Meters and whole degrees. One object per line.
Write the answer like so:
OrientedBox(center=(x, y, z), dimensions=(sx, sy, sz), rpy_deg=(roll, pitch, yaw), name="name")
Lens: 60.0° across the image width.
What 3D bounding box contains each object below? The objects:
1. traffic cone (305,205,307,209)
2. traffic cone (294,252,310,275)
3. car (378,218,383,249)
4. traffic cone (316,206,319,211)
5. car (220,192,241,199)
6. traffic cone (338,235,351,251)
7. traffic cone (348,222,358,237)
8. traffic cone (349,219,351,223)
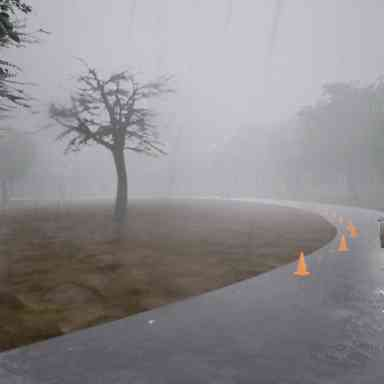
OrientedBox(center=(15.316, 1.962, 44.601), dimensions=(0.340, 0.580, 0.340), rpy_deg=(-2, 1, 0), name="traffic cone")
OrientedBox(center=(3.033, 1.949, 9.160), dimensions=(0.340, 0.580, 0.340), rpy_deg=(-1, -1, 41), name="traffic cone")
OrientedBox(center=(8.943, 1.467, 13.871), dimensions=(1.837, 1.490, 4.892), rpy_deg=(-1, -1, 29), name="car")
OrientedBox(center=(15.045, 2.032, 39.888), dimensions=(0.340, 0.580, 0.340), rpy_deg=(-2, 0, 6), name="traffic cone")
OrientedBox(center=(8.425, 0.758, 73.119), dimensions=(2.033, 1.411, 5.357), rpy_deg=(-4, 3, -36), name="car")
OrientedBox(center=(5.862, 1.955, 12.895), dimensions=(0.340, 0.580, 0.340), rpy_deg=(-1, -1, 34), name="traffic cone")
OrientedBox(center=(8.228, 1.982, 16.937), dimensions=(0.340, 0.580, 0.340), rpy_deg=(-2, -1, 27), name="traffic cone")
OrientedBox(center=(10.103, 2.034, 21.229), dimensions=(0.340, 0.580, 0.340), rpy_deg=(-2, -1, 20), name="traffic cone")
